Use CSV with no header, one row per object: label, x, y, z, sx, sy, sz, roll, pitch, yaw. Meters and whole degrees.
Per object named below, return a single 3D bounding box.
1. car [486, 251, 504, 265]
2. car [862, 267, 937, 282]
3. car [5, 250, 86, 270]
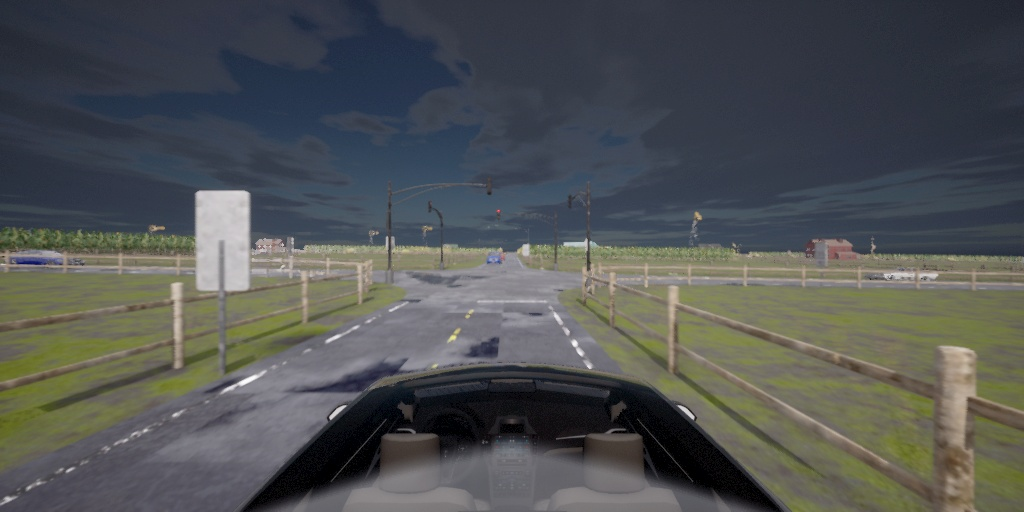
car,-2.715,0.332,55.080,2.150,2.045,5.566,0,3,0
car,33.649,1.624,31.247,4.718,1.301,1.895,1,1,0
car,-35.880,0.281,27.588,4.674,1.442,1.812,1,1,0
